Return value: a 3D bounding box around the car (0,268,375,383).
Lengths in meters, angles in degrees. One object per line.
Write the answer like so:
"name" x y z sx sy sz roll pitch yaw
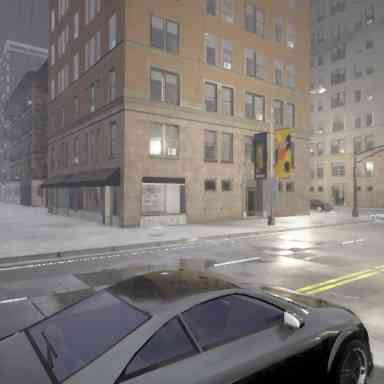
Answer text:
"car" 0.109 1.564 3.536 4.181 1.385 1.994 0 0 -36

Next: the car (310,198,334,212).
"car" 13.878 1.486 38.305 1.837 1.490 4.892 0 0 -36
